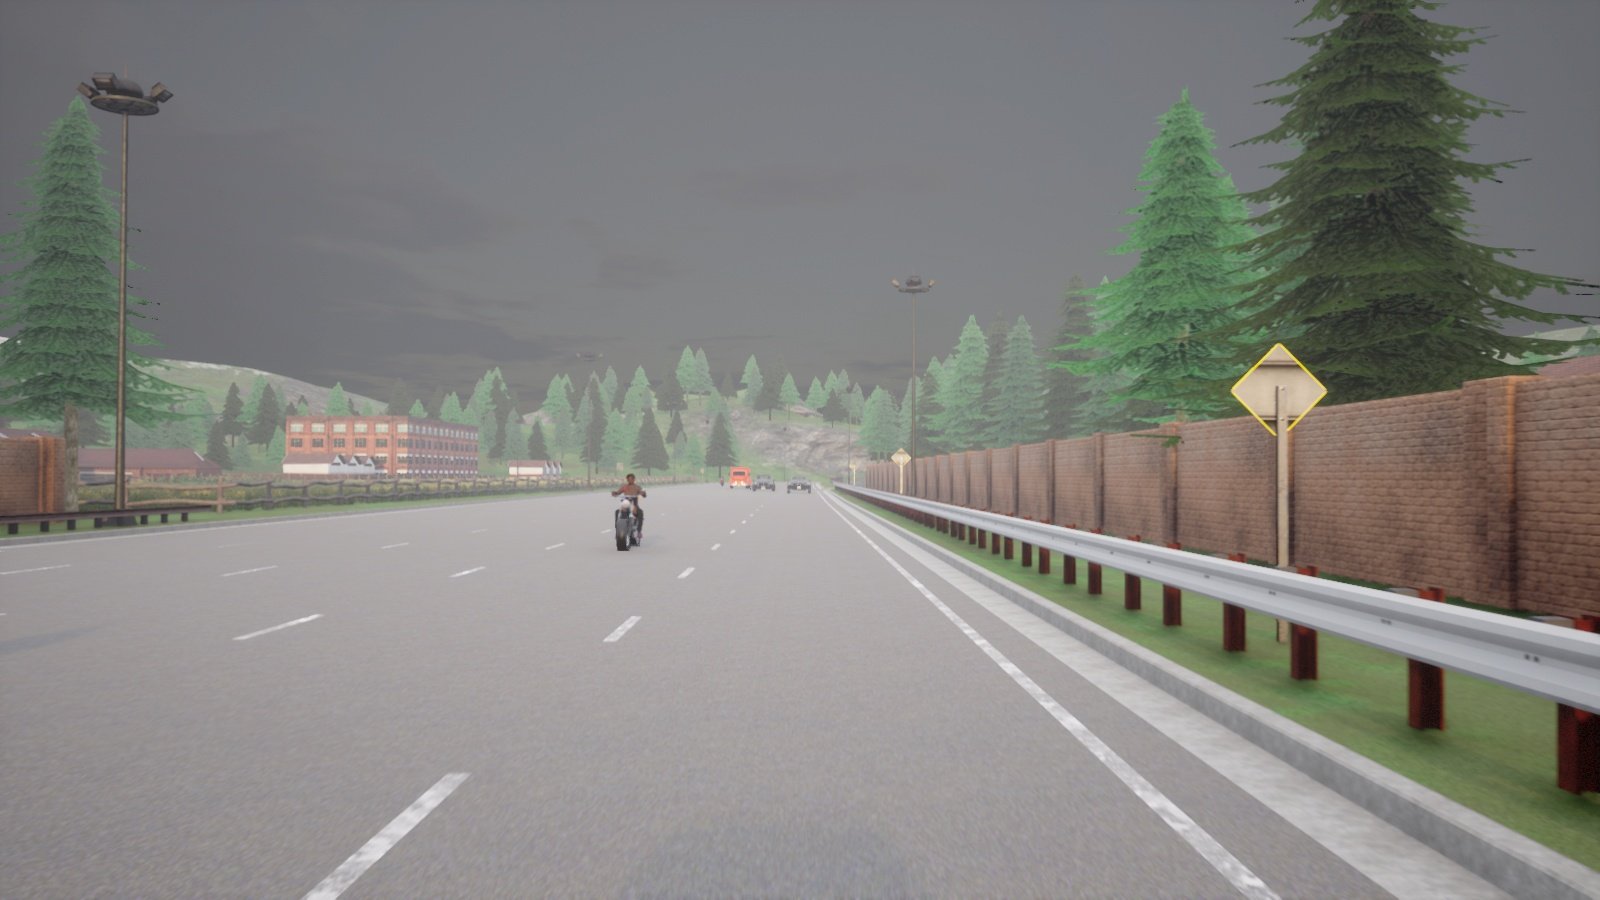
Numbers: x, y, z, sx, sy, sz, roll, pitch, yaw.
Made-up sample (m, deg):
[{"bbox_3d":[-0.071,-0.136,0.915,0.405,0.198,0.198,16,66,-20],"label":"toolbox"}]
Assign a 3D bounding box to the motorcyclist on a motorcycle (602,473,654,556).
[{"bbox_3d":[-3.567,1.303,26.203,0.766,1.649,2.350,0,-1,0],"label":"motorcyclist on a motorcycle"}]
